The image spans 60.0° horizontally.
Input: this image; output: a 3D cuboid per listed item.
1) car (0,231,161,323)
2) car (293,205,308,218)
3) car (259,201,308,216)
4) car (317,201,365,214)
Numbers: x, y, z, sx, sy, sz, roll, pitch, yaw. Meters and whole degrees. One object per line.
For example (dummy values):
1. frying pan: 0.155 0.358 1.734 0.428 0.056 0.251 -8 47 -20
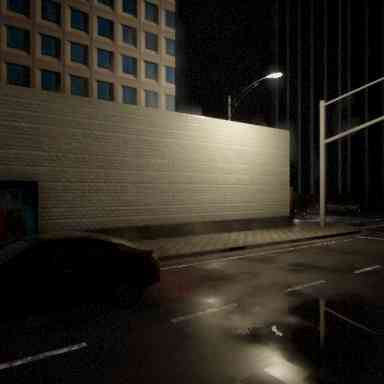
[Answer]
1. car: -2.808 1.526 6.289 4.674 1.442 1.812 0 0 -36
2. car: 8.116 1.581 29.970 1.812 1.442 4.674 0 0 -36
3. car: 9.317 1.656 34.295 1.895 1.301 4.718 0 0 -36
4. car: 16.401 1.656 36.901 1.895 1.301 4.718 0 0 -37
